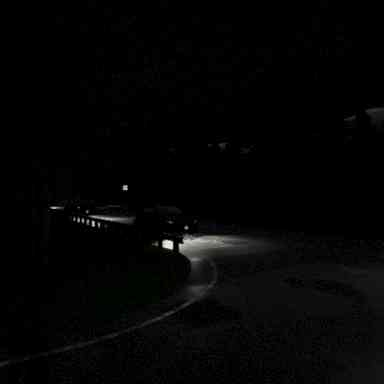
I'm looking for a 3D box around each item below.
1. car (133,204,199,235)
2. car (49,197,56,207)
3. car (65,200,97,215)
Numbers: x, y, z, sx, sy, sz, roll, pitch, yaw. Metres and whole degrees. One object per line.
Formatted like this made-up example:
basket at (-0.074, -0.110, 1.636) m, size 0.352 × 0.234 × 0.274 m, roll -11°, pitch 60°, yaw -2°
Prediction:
car at (-1.512, 1.348, 17.081) m, size 1.812 × 1.442 × 4.674 m, roll 0°, pitch 0°, yaw -33°
car at (-20.565, 1.409, 47.014) m, size 1.994 × 1.385 × 4.181 m, roll 0°, pitch 0°, yaw -33°
car at (-10.297, 1.423, 30.793) m, size 1.895 × 1.301 × 4.718 m, roll 0°, pitch 0°, yaw -33°
